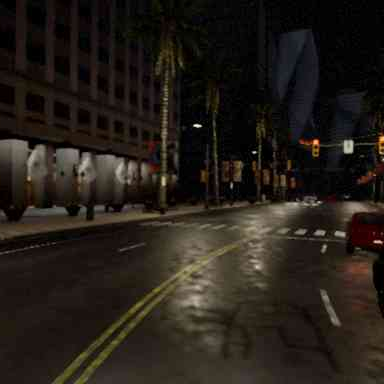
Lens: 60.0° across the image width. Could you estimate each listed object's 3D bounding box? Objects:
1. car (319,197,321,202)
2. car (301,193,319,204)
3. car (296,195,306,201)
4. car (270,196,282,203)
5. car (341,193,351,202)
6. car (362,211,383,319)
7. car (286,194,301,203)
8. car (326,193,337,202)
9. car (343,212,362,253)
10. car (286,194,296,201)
[{"bbox_3d":[31.143,1.607,83.460,1.837,1.490,4.892,1,0,25],"label":"car"},{"bbox_3d":[24.392,1.303,68.522,2.150,2.045,5.566,1,0,24],"label":"car"},{"bbox_3d":[27.935,1.553,84.859,1.882,1.535,5.008,1,0,25],"label":"car"},{"bbox_3d":[17.933,1.530,70.479,2.161,1.482,4.786,1,0,24],"label":"car"},{"bbox_3d":[38.352,1.696,82.453,2.128,1.511,4.902,1,0,24],"label":"car"},{"bbox_3d":[4.081,1.250,3.919,2.150,2.045,5.566,1,0,11],"label":"car"},{"bbox_3d":[21.192,1.547,69.946,1.837,1.490,4.892,1,0,24],"label":"car"},{"bbox_3d":[35.016,1.366,83.553,2.150,2.045,5.566,1,0,24],"label":"car"},{"bbox_3d":[7.203,1.514,13.336,1.882,1.535,5.008,1,0,24],"label":"car"},{"bbox_3d":[27.008,1.412,90.445,2.185,1.767,4.553,1,0,24],"label":"car"}]
